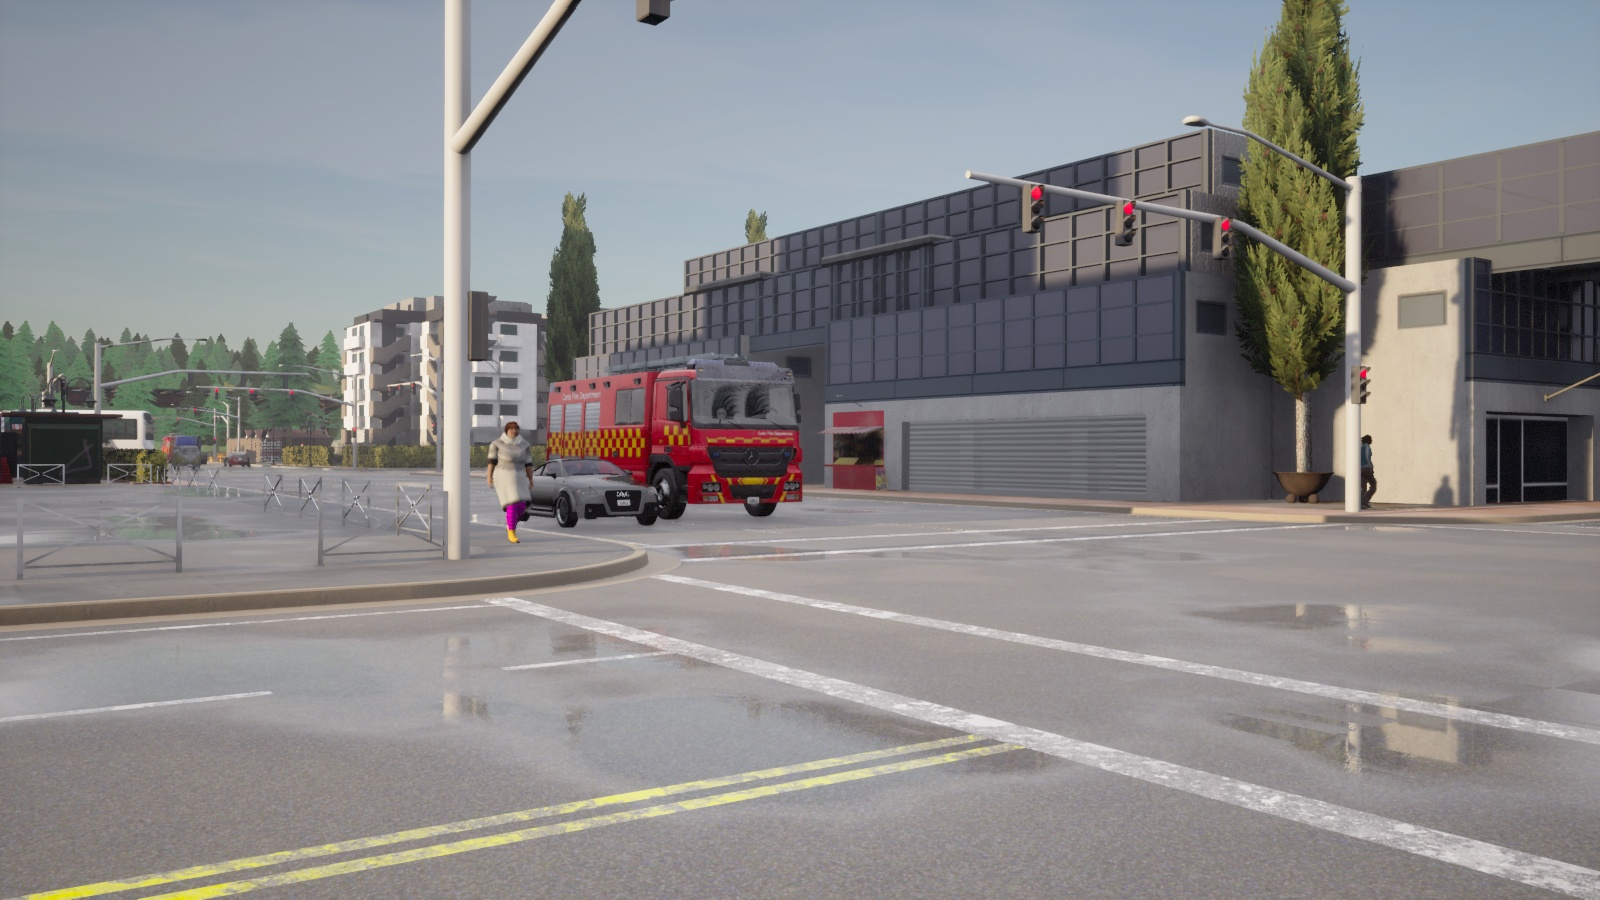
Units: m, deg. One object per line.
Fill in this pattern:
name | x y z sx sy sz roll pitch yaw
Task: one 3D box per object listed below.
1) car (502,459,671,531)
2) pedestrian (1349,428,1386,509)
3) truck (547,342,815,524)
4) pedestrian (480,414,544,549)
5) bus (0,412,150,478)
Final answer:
car | -4.588 0.883 26.522 1.994 1.385 4.181 0 0 -34
pedestrian | 13.688 0.448 30.291 0.692 1.930 0.396 0 0 -11
truck | -3.203 -0.338 30.756 2.891 3.827 8.468 0 0 -33
pedestrian | -4.305 0.458 18.737 0.659 1.952 0.873 0 0 -34
bus | -49.091 -0.324 83.019 10.273 4.253 3.944 0 0 -17
